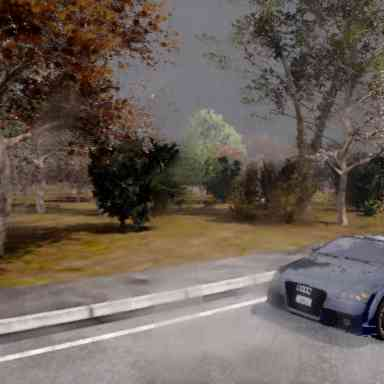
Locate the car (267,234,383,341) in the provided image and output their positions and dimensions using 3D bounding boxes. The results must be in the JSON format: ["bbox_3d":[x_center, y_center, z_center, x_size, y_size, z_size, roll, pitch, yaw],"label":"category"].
[{"bbox_3d":[3.441,1.567,6.522,4.181,1.385,1.994,0,0,-35],"label":"car"}]
